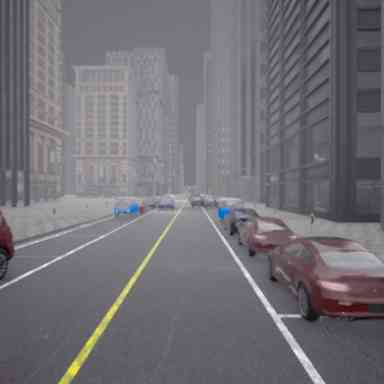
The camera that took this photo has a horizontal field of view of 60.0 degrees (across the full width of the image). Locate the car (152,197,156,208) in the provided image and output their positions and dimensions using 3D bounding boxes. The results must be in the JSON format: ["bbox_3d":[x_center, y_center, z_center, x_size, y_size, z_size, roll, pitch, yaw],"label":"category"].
[{"bbox_3d":[-5.766,1.567,46.502,1.947,1.339,4.313,0,0,0],"label":"car"}]

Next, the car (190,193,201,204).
[{"bbox_3d":[0.675,1.219,64.270,2.150,2.045,5.566,0,0,0],"label":"car"}]

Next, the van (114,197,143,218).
[{"bbox_3d":[-5.767,1.343,29.580,1.690,1.788,3.998,0,0,0],"label":"van"}]

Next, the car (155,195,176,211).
[{"bbox_3d":[-3.091,1.479,41.463,1.882,1.535,5.008,0,0,0],"label":"car"}]

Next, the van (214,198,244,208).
[{"bbox_3d":[2.758,1.343,23.942,1.690,1.788,3.998,0,0,0],"label":"van"}]

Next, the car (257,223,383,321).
[{"bbox_3d":[2.760,1.583,7.020,1.802,1.307,4.206,0,0,0],"label":"car"}]

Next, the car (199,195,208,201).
[{"bbox_3d":[2.759,1.536,80.348,2.008,1.369,4.403,0,0,0],"label":"car"}]

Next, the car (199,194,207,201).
[{"bbox_3d":[2.759,1.420,85.990,1.967,1.590,4.097,0,0,0],"label":"car"}]

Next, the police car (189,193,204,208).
[{"bbox_3d":[0.887,1.428,48.350,1.930,1.638,5.238,0,0,0],"label":"police car"}]

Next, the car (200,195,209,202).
[{"bbox_3d":[2.759,1.515,74.878,1.752,1.417,4.829,0,0,0],"label":"car"}]

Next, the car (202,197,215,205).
[{"bbox_3d":[2.759,1.550,57.786,2.008,1.369,4.403,0,0,0],"label":"car"}]

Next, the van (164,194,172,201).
[{"bbox_3d":[-5.767,1.327,80.347,1.690,1.788,3.998,0,0,0],"label":"van"}]

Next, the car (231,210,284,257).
[{"bbox_3d":[2.760,1.583,12.660,1.802,1.307,4.206,0,0,0],"label":"car"}]

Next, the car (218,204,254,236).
[{"bbox_3d":[2.759,1.567,18.301,1.947,1.339,4.313,0,0,0],"label":"car"}]

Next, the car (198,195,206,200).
[{"bbox_3d":[2.759,1.525,91.631,2.008,1.369,4.403,0,0,0],"label":"car"}]

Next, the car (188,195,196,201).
[{"bbox_3d":[-0.001,1.452,81.797,1.837,1.490,4.892,0,0,0],"label":"car"}]

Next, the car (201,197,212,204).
[{"bbox_3d":[2.759,1.562,63.426,1.947,1.339,4.313,0,0,0],"label":"car"}]

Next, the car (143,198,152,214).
[{"bbox_3d":[-5.766,1.546,35.220,1.887,1.381,4.507,0,0,0],"label":"car"}]

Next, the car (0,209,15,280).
[{"bbox_3d":[-5.767,1.316,7.016,2.192,1.841,5.009,0,0,0],"label":"car"}]

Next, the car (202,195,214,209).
[{"bbox_3d":[2.759,1.546,46.504,1.887,1.381,4.507,0,0,0],"label":"car"}]
